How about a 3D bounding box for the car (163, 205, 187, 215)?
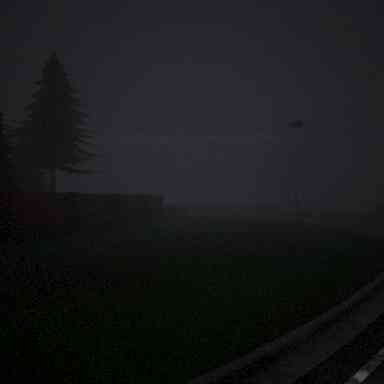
[{"bbox_3d":[-2.723,2.428,45.355,4.181,1.385,1.994,0,-1,14],"label":"car"}]
